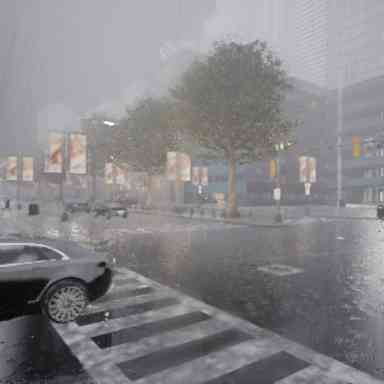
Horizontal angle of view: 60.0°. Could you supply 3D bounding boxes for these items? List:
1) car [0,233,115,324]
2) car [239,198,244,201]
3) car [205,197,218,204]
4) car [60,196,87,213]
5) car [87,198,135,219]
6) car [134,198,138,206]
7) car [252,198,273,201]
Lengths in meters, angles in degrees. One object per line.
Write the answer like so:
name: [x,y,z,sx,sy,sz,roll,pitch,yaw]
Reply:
car: [-3.777,1.493,5.597,4.902,1.511,2.128,1,0,-35]
car: [13.387,2.151,80.150,1.895,1.301,4.718,1,0,-36]
car: [3.733,1.963,73.706,2.161,1.482,4.786,1,0,-36]
car: [-13.173,1.491,38.308,2.097,1.767,4.553,1,0,-35]
car: [-7.447,1.630,30.300,2.128,1.511,4.902,1,0,-36]
car: [-11.846,1.812,62.462,2.128,1.511,4.902,1,0,-36]
car: [14.207,1.919,66.219,2.002,1.452,4.674,1,0,-36]
